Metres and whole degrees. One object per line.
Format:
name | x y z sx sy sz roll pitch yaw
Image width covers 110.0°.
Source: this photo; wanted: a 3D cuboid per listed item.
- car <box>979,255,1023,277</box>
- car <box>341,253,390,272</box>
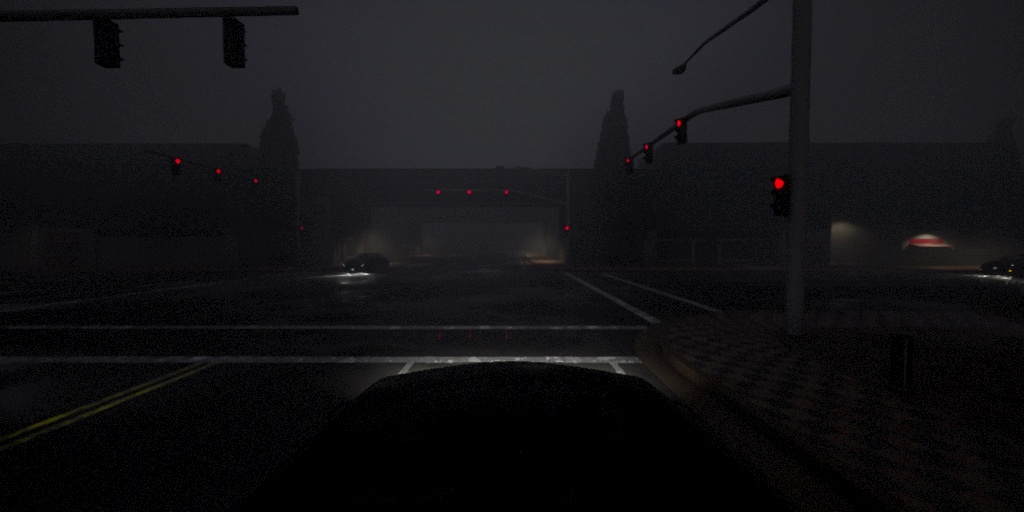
car | 33.766 0.609 23.570 4.181 1.385 1.994 0 2 0
car | -11.220 0.481 27.915 2.033 1.411 5.357 0 2 0
